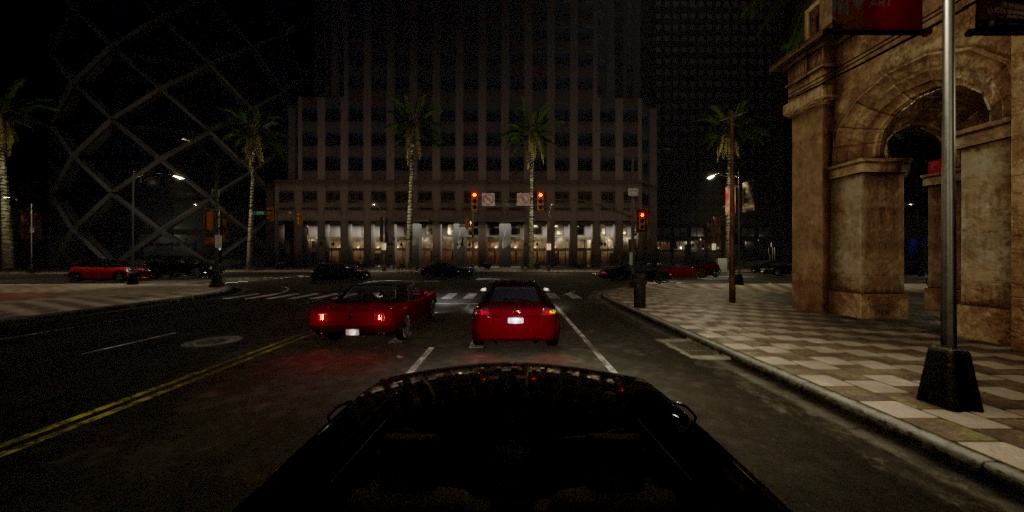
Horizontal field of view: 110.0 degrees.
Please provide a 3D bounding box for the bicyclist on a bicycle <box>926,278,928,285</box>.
[{"bbox_3d":[24.674,1.051,20.563,0.582,1.620,1.656,0,0,0],"label":"bicyclist on a bicycle"}]

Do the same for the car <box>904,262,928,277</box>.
[{"bbox_3d":[37.733,1.297,35.000,5.357,1.411,2.033,0,0,0],"label":"car"}]

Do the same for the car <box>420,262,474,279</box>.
[{"bbox_3d":[-5.656,1.277,31.410,4.674,1.442,1.812,0,0,0],"label":"car"}]

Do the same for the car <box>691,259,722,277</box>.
[{"bbox_3d":[17.809,1.102,35.064,4.553,1.767,2.097,0,0,0],"label":"car"}]

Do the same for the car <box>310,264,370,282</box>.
[{"bbox_3d":[-13.306,1.314,27.930,4.181,1.385,1.994,0,0,0],"label":"car"}]

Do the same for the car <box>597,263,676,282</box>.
[{"bbox_3d":[9.460,1.297,27.887,5.357,1.411,2.033,0,0,0],"label":"car"}]

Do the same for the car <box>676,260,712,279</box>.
[{"bbox_3d":[14.634,1.314,31.375,4.181,1.385,1.994,0,0,0],"label":"car"}]

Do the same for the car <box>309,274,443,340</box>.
[{"bbox_3d":[-3.419,1.351,9.931,1.895,1.301,4.718,0,0,0],"label":"car"}]

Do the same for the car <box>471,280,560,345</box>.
[{"bbox_3d":[0.080,1.314,9.470,1.994,1.385,4.181,0,0,0],"label":"car"}]

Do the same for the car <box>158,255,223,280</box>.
[{"bbox_3d":[-28.644,0.971,31.262,5.566,2.045,2.150,0,0,-3],"label":"car"}]

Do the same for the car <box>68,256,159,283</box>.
[{"bbox_3d":[-30.763,1.102,27.609,4.553,1.767,2.097,0,0,-6],"label":"car"}]

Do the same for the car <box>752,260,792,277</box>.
[{"bbox_3d":[26.915,1.241,35.039,4.902,1.511,2.128,0,0,0],"label":"car"}]
